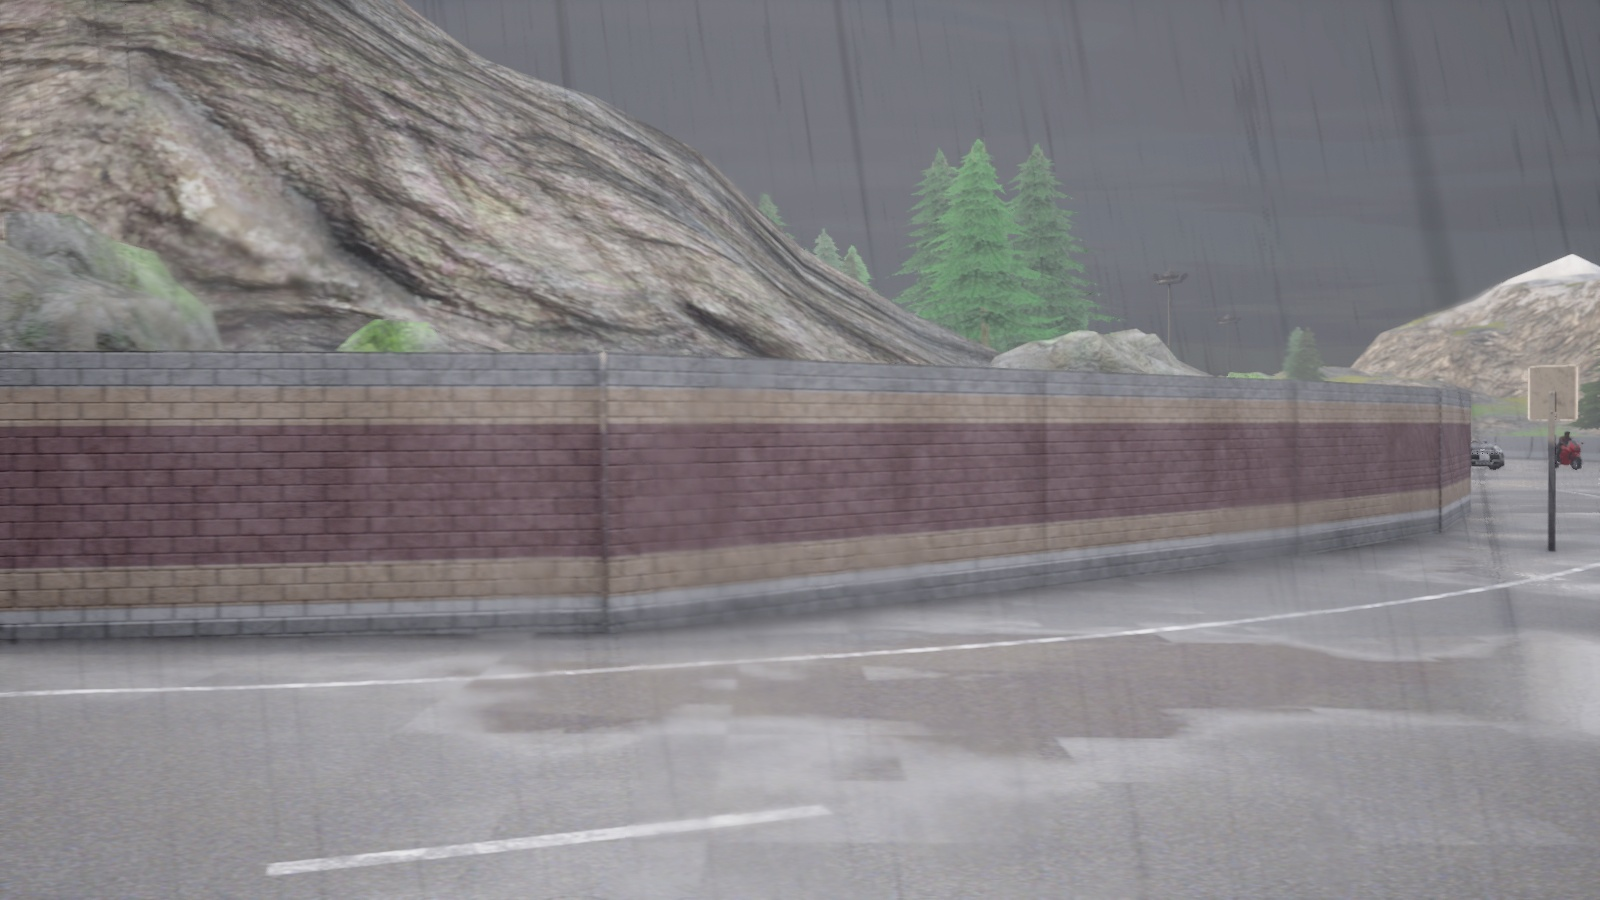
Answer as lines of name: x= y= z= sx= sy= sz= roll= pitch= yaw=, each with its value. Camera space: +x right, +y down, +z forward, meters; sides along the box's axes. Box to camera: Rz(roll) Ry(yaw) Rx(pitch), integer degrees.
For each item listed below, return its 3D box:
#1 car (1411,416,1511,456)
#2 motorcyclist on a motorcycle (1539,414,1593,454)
car: x=26.422 y=-0.564 z=50.356 sx=1.970 sy=1.475 sz=3.806 roll=-2 pitch=1 yaw=-1
motorcyclist on a motorcycle: x=29.935 y=-0.622 z=49.113 sx=0.797 sy=1.523 sz=2.044 roll=-2 pitch=1 yaw=-1
